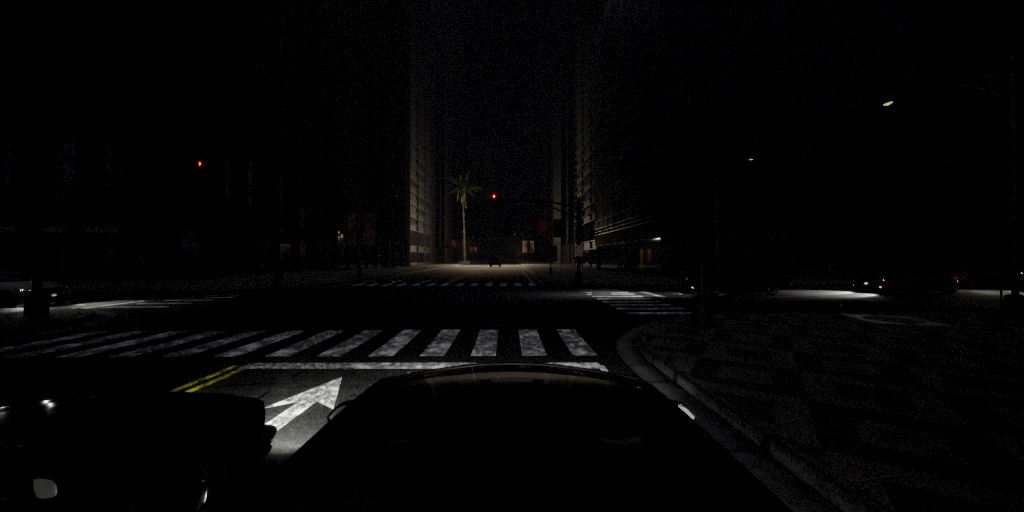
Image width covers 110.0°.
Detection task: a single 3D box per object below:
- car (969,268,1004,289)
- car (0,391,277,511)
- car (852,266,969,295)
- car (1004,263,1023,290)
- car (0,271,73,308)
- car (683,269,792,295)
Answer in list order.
[{"bbox_3d":[26.419,1.275,21.753,4.207,1.307,1.802,0,0,-1],"label":"car"},{"bbox_3d":[-3.175,1.297,0.738,2.033,1.411,5.357,0,0,4],"label":"car"},{"bbox_3d":[20.621,1.252,18.893,4.181,1.385,1.994,0,0,-1],"label":"car"},{"bbox_3d":[29.967,1.012,19.060,4.553,1.767,2.097,0,0,-1],"label":"car"},{"bbox_3d":[-21.383,1.354,14.955,4.674,1.442,1.812,0,0,1],"label":"car"},{"bbox_3d":[11.613,1.320,18.739,4.718,1.301,1.895,0,0,-1],"label":"car"}]
